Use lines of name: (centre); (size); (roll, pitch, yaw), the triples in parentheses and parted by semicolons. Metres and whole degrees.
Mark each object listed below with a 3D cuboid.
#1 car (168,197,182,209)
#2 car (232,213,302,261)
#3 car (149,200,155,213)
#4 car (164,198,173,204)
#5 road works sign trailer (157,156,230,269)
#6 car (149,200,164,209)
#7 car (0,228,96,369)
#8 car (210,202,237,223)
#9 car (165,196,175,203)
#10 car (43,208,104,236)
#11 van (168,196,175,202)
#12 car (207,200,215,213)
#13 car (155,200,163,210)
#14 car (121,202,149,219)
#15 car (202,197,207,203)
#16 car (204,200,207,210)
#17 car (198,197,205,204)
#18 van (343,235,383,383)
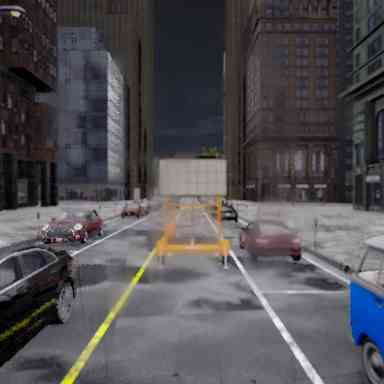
car: (-2.909, 1.879, 53.229); (2.128, 1.511, 4.902); (0, 0, 0)
car: (2.774, 1.680, 12.364); (1.802, 1.307, 4.206); (-1, 0, 0)
car: (-5.703, 1.870, 37.868); (1.802, 1.307, 4.206); (-1, 0, 0)
car: (-5.622, 2.119, 80.972); (1.802, 1.307, 4.206); (-1, 0, 0)
road works sign trailer: (0.031, 0.556, 11.563); (2.380, 3.560, 2.880); (0, 0, 0)
car: (-5.673, 1.956, 54.003); (1.947, 1.339, 4.313); (-1, 0, 0)
car: (-3.095, 1.527, 4.400); (2.128, 1.511, 4.902); (0, 0, 0)
car: (2.804, 1.783, 27.971); (1.947, 1.339, 4.313); (-1, 0, 0)
car: (-5.614, 1.878, 86.654); (2.192, 1.841, 5.009); (-1, 0, 0)
car: (-5.745, 1.570, 16.358); (1.967, 1.590, 4.097); (-1, 0, 0)
van: (-5.603, 1.929, 92.334); (1.690, 1.788, 3.998); (-1, 0, 0)
car: (2.813, 1.820, 33.175); (1.947, 1.339, 4.313); (-1, 0, 0)
car: (-5.683, 1.909, 48.624); (2.008, 1.369, 4.403); (-1, 0, 0)
car: (-5.714, 1.795, 32.491); (1.887, 1.381, 4.507); (-1, 0, 0)
car: (2.843, 1.885, 48.953); (1.752, 1.417, 4.829); (-1, 0, 0)
car: (2.823, 1.842, 38.377); (2.008, 1.369, 4.403); (-1, 0, 0)
car: (2.904, 2.063, 81.135); (1.752, 1.417, 4.829); (-1, 0, 0)
van: (2.791, 1.364, 2.703); (1.690, 1.788, 3.998); (-1, 0, 0)
